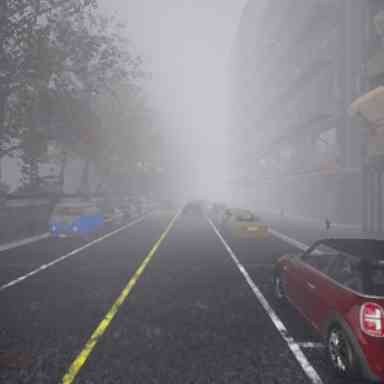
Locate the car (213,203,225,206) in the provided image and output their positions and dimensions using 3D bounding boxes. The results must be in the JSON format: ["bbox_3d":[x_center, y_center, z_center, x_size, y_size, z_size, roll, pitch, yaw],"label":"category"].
[{"bbox_3d":[2.639,1.726,33.665,1.947,1.339,4.313,0,0,0],"label":"car"}]

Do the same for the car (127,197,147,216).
[{"bbox_3d":[-5.741,1.474,33.653,2.192,1.841,5.009,0,0,0],"label":"car"}]

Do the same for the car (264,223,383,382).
[{"bbox_3d":[2.681,1.465,5.512,1.967,1.590,4.097,0,0,0],"label":"car"}]

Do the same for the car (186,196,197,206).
[{"bbox_3d":[-0.095,1.684,64.919,2.097,1.767,4.553,0,0,0],"label":"car"}]

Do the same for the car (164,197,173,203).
[{"bbox_3d":[-5.817,1.997,84.322,2.008,1.369,4.403,0,0,0],"label":"car"}]

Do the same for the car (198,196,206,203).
[{"bbox_3d":[2.563,1.887,84.336,1.967,1.590,4.097,0,0,0],"label":"car"}]

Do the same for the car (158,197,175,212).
[{"bbox_3d":[-3.155,1.715,43.200,1.837,1.490,4.892,0,-1,0],"label":"car"}]

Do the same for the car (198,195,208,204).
[{"bbox_3d":[2.571,1.728,78.706,2.192,1.841,5.009,0,0,0],"label":"car"}]

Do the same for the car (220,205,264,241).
[{"bbox_3d":[2.664,1.603,16.942,1.752,1.417,4.829,0,0,0],"label":"car"}]

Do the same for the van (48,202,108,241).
[{"bbox_3d":[-5.716,1.417,16.760,1.690,1.788,3.998,0,0,0],"label":"van"}]

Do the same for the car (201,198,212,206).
[{"bbox_3d":[2.597,1.857,61.815,1.887,1.381,4.507,0,0,0],"label":"car"}]

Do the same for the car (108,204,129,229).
[{"bbox_3d":[-5.725,1.685,22.390,1.802,1.307,4.206,0,0,0],"label":"car"}]

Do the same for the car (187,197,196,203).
[{"bbox_3d":[-0.121,1.840,81.011,1.994,1.385,4.181,0,0,0],"label":"car"}]

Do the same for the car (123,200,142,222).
[{"bbox_3d":[-5.733,1.676,28.020,1.887,1.381,4.507,0,0,0],"label":"car"}]

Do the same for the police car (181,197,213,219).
[{"bbox_3d":[0.397,1.571,30.720,1.930,1.638,5.238,0,0,12],"label":"police car"}]

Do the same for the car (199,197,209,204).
[{"bbox_3d":[2.580,1.819,73.075,1.967,1.590,4.097,0,0,0],"label":"car"}]

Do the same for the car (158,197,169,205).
[{"bbox_3d":[-5.792,1.785,67.433,1.967,1.590,4.097,0,0,0],"label":"car"}]

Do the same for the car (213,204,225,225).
[{"bbox_3d":[2.655,1.686,22.403,1.802,1.307,4.206,0,0,0],"label":"car"}]

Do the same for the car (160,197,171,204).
[{"bbox_3d":[-5.801,1.819,73.061,1.967,1.590,4.097,0,0,0],"label":"car"}]
